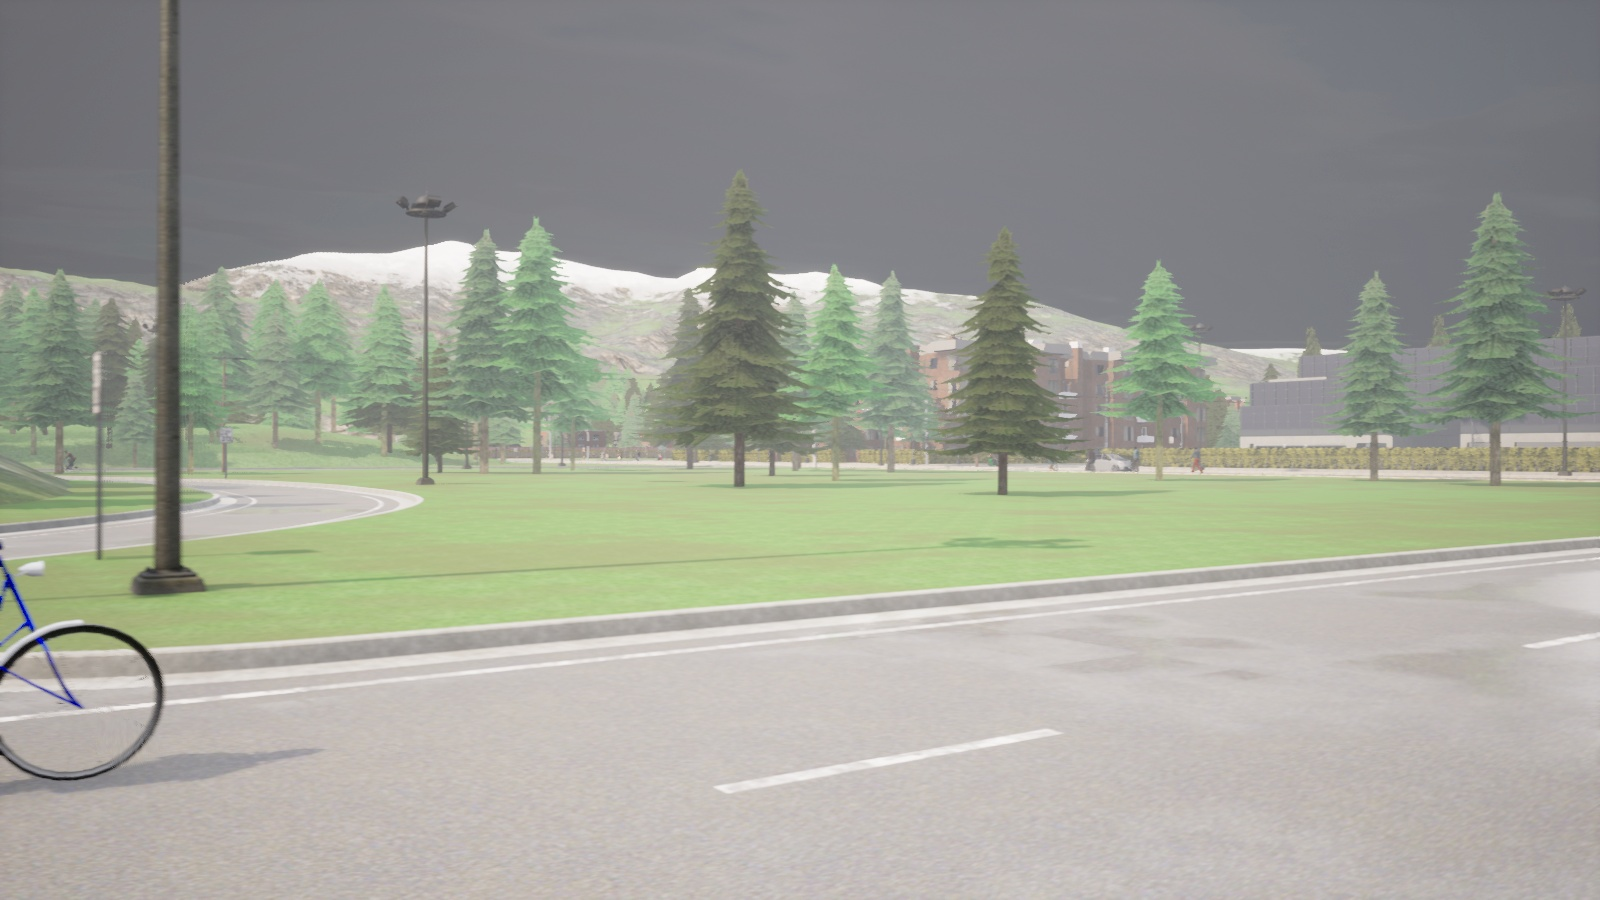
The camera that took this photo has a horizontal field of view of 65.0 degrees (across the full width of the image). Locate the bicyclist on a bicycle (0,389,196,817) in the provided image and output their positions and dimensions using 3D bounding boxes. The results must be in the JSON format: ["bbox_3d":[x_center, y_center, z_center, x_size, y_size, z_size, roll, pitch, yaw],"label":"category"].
[{"bbox_3d":[-3.657,0.636,5.378,1.843,1.776,0.659,0,0,-35],"label":"bicyclist on a bicycle"}]

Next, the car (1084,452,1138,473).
[{"bbox_3d":[23.563,0.940,95.104,1.845,1.501,3.633,0,0,-35],"label":"car"}]
